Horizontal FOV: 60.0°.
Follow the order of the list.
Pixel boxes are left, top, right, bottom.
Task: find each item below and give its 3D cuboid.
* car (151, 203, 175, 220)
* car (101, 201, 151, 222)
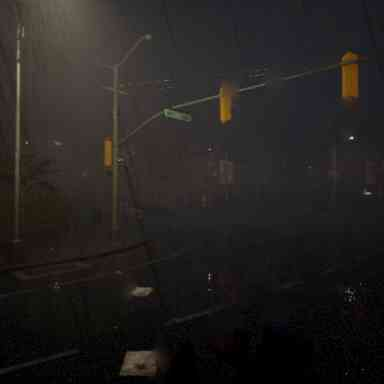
[{"bbox_3d":[-3.794,1.830,32.835,5.008,1.535,1.882,0,-1,42],"label":"car"},{"bbox_3d":[-6.217,1.842,30.330,4.674,1.442,1.812,0,-1,42],"label":"car"}]
